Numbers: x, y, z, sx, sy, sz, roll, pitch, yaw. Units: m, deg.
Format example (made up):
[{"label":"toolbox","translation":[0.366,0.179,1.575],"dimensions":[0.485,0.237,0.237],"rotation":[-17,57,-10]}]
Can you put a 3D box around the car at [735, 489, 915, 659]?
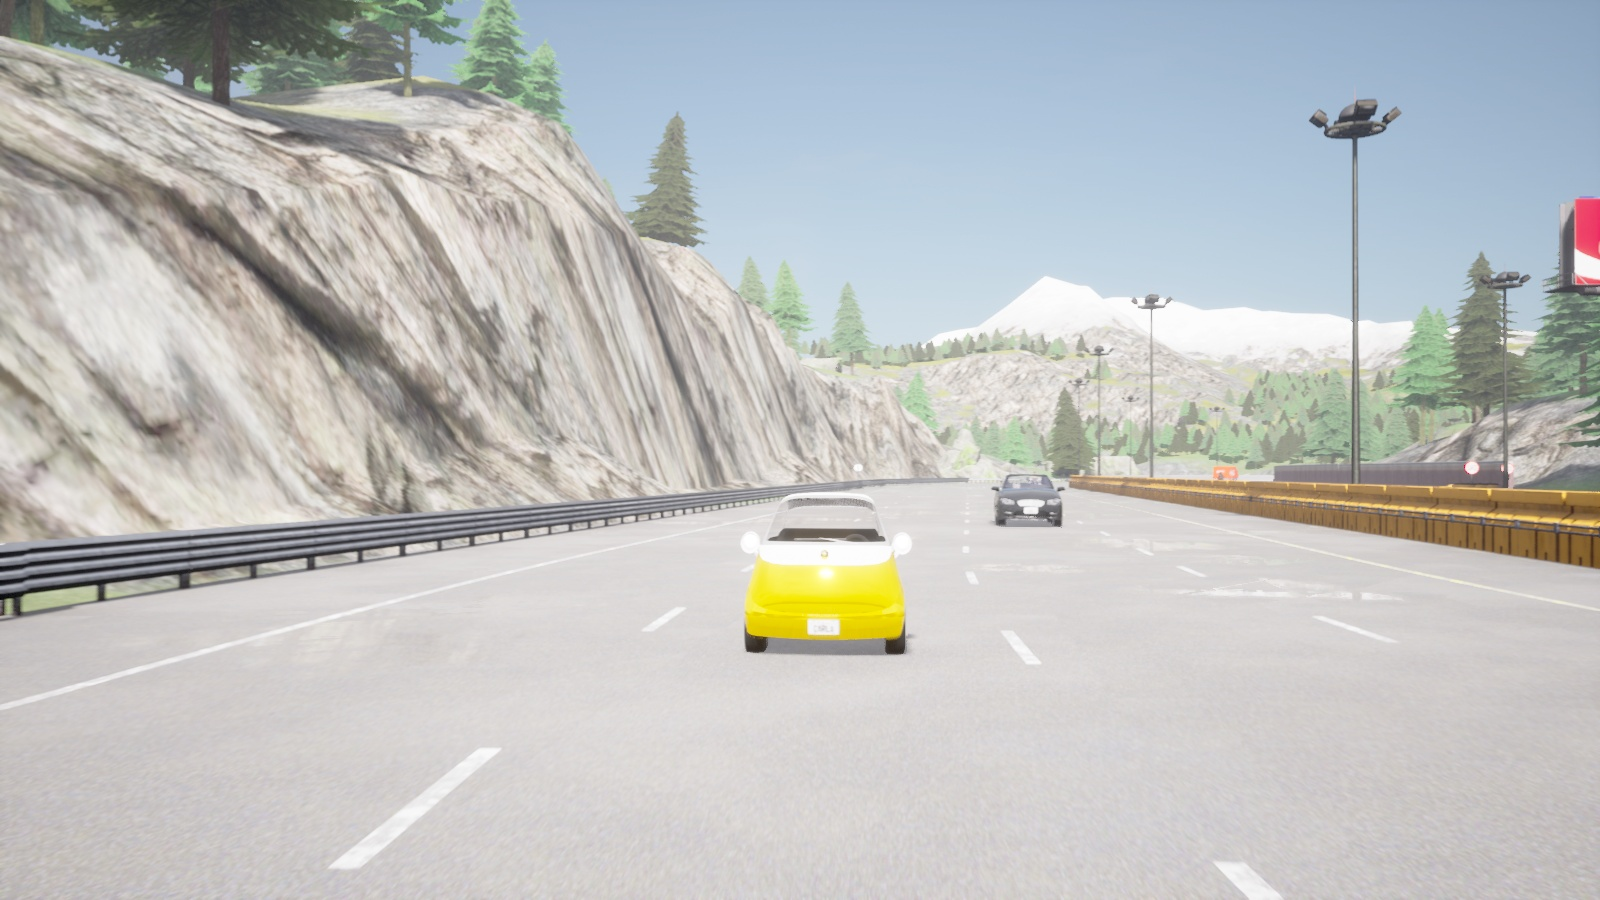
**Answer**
[{"label":"car","translation":[0.272,1.061,11.473],"dimensions":[1.481,1.376,2.207],"rotation":[0,-1,3]}]

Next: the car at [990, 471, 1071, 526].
[{"label":"car","translation":[6.708,1.364,36.990],"dimensions":[2.128,1.511,4.902],"rotation":[0,-1,8]}]
